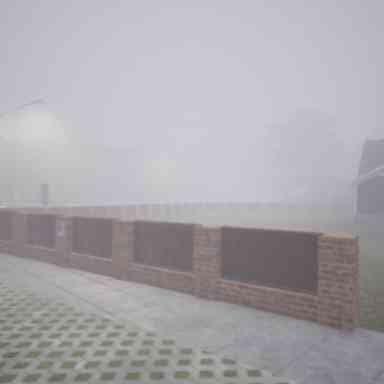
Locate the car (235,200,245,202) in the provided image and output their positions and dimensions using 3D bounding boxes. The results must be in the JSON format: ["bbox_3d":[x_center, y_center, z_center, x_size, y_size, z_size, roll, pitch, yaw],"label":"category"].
[{"bbox_3d":[12.875,2.784,88.933,2.128,1.511,4.902,1,0,24],"label":"car"}]
